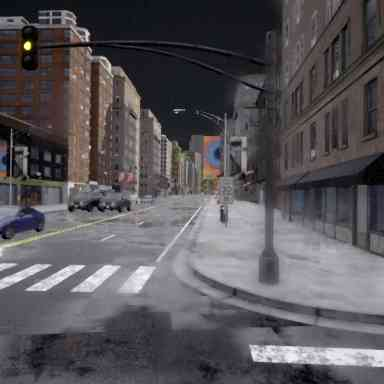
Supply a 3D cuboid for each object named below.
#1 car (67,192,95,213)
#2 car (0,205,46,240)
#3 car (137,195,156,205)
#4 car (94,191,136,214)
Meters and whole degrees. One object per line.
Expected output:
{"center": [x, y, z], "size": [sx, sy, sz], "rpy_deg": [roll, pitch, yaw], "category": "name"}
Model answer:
{"center": [-11.043, 1.046, 35.019], "size": [2.150, 2.045, 5.566], "rpy_deg": [1, 0, 4], "category": "car"}
{"center": [-8.964, 1.413, 16.459], "size": [1.812, 1.442, 4.674], "rpy_deg": [1, 0, 2], "category": "car"}
{"center": [-6.670, 1.181, 51.250], "size": [1.812, 1.442, 4.674], "rpy_deg": [1, 0, 4], "category": "car"}
{"center": [-7.828, 1.080, 34.451], "size": [2.150, 2.045, 5.566], "rpy_deg": [1, 0, 4], "category": "car"}
